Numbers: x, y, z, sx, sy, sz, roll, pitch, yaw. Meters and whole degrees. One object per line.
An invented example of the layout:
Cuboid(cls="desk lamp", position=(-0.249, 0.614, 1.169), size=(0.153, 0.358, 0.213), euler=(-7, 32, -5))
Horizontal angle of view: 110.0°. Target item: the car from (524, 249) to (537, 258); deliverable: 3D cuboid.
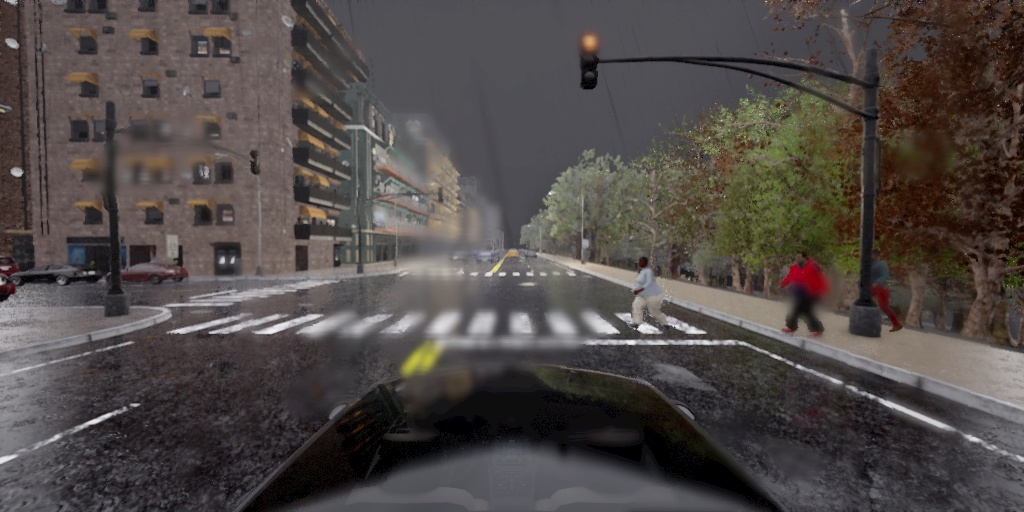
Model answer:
Cuboid(cls="car", position=(3.454, -0.323, 65.107), size=(1.994, 1.385, 4.181), euler=(0, 1, 0))

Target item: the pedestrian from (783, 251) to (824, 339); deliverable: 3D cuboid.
Cuboid(cls="pedestrian", position=(5.855, 0.742, 7.205), size=(0.375, 1.860, 0.375), euler=(0, 2, 0))

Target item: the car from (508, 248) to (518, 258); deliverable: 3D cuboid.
Cuboid(cls="car", position=(0.203, -0.399, 64.699), size=(1.882, 1.535, 5.008), euler=(0, 1, 0))

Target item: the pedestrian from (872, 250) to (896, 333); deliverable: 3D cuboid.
Cuboid(cls="pedestrian", position=(7.988, 0.730, 7.888), size=(0.375, 1.860, 0.375), euler=(0, 2, 0))

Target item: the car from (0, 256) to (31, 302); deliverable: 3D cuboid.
Cuboid(cls="car", position=(-22.621, 1.019, 13.801), size=(5.009, 1.841, 2.192), euler=(0, 0, -1))

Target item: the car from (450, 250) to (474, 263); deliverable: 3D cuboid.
Cuboid(cls="car", position=(-6.439, 0.124, 44.742), size=(2.128, 1.511, 4.902), euler=(0, 1, 0))

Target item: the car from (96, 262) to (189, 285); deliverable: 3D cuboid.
Cuboid(cls="car", position=(-22.715, 1.052, 22.446), size=(4.207, 1.307, 1.802), euler=(0, 0, -1))

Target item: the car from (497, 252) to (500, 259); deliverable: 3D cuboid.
Cuboid(cls="car", position=(-3.077, -0.283, 62.876), size=(2.033, 1.411, 5.357), euler=(0, 1, 1))

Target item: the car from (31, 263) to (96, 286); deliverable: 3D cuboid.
Cuboid(cls="car", position=(-28.282, 1.108, 22.365), size=(4.313, 1.339, 1.948), euler=(0, 0, -1))

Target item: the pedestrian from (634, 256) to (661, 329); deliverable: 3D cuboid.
Cuboid(cls="pedestrian", position=(3.211, 0.866, 8.508), size=(0.375, 1.860, 0.375), euler=(0, 2, 0))

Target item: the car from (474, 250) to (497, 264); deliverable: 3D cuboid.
Cuboid(cls="car", position=(-3.192, 0.169, 44.358), size=(1.812, 1.442, 4.674), euler=(0, 2, 1))
